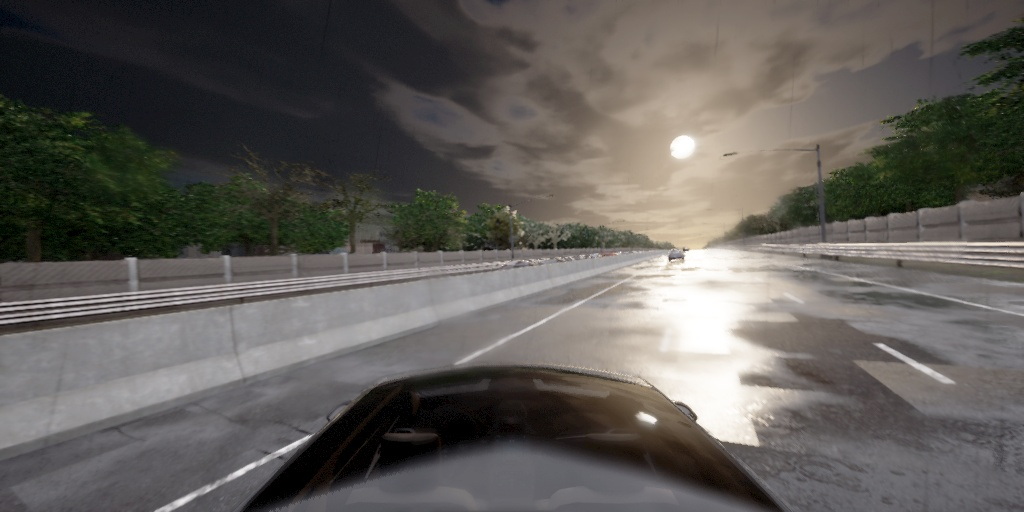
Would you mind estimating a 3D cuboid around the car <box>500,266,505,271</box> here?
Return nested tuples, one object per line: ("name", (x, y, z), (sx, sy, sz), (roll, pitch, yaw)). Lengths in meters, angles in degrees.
("car", (0.255, 1.347, 44.117), (1.812, 1.442, 4.674), (-4, 0, 28))

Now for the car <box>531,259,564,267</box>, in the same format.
("car", (4.045, 1.068, 36.233), (1.837, 1.490, 4.892), (-4, 0, 27))

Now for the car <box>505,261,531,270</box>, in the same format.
("car", (1.392, 1.299, 38.707), (1.994, 1.385, 4.181), (-4, 0, 27))

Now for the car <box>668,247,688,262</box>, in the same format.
("car", (22.478, -0.064, 49.048), (1.994, 1.385, 4.181), (-4, 0, 27))
